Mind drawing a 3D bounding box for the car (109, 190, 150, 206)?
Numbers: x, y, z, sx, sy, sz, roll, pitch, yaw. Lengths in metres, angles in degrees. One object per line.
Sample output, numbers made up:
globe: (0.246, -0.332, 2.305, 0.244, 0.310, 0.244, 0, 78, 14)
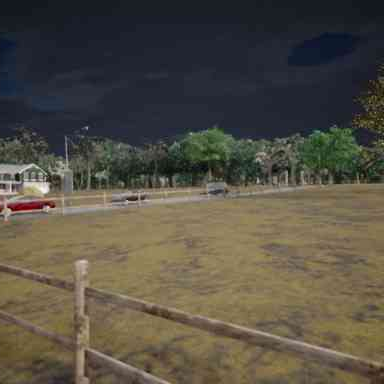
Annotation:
car: (-6.583, 0.607, 35.235, 1.837, 1.490, 4.892, -3, 1, 35)

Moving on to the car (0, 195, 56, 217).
car: (-13.218, 1.017, 25.942, 1.882, 1.535, 5.008, -3, 1, 35)

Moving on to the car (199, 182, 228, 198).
car: (3.190, -0.331, 48.888, 2.150, 2.045, 5.566, -3, 0, 36)
